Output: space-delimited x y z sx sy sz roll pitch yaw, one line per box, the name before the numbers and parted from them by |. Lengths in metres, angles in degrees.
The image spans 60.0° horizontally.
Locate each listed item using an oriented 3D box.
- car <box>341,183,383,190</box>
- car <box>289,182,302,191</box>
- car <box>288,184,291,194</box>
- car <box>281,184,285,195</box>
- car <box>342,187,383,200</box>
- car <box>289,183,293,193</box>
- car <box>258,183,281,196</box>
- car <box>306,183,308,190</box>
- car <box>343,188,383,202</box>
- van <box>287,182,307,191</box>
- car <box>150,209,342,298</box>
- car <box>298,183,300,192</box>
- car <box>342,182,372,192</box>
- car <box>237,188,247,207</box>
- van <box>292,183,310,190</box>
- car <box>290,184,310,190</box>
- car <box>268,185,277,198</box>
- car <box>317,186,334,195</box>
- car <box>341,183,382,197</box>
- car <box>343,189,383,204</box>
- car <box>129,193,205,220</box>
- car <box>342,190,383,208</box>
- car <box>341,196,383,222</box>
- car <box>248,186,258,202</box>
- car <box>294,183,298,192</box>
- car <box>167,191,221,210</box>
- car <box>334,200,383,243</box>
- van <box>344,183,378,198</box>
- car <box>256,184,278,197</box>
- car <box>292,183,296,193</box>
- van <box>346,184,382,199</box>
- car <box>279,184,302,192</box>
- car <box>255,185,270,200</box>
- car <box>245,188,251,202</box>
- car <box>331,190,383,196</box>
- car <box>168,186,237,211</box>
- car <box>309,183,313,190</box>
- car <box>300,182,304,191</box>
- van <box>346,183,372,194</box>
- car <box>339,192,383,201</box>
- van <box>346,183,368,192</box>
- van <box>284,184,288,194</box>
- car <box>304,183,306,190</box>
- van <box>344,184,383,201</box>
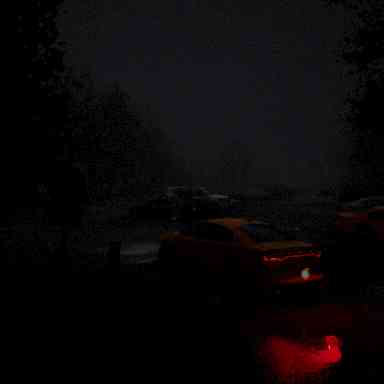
car | 15.790 0.466 29.084 5.566 2.045 2.435 1 3 25
car | 19.065 -0.651 67.349 4.892 1.521 2.231 1 2 25
car | 13.211 -0.206 54.771 4.792 1.488 2.163 1 2 25
car | 10.931 -0.038 49.710 4.792 1.488 2.163 1 2 25
car | 22.750 0.132 44.167 5.008 1.535 2.097 1 2 25
car | 14.378 -0.289 57.289 4.792 1.488 2.163 1 2 25
car | 9.767 -0.107 47.189 4.553 1.767 2.185 1 2 25
car | 23.732 -0.986 77.420 5.008 1.535 2.097 1 2 25
car | 20.445 0.337 39.136 4.792 1.488 2.163 1 2 25
van | 25.965 -1.380 82.495 4.442 1.987 1.878 1 2 25
car | 0.887 1.400 8.438 1.882 1.535 5.008 2 -1 -31
car | 17.910 -0.568 64.826 4.892 1.521 2.231 1 2 25
car | 35.577 -1.039 71.922 5.566 2.045 2.435 1 2 25
car | 1.744 0.732 29.516 5.366 1.575 1.946 1 3 25
van | 29.457 -1.556 90.036 4.442 1.987 1.878 1 1 25
car | 28.419 -1.260 87.455 4.792 1.488 2.163 1 2 25
car | 7.576 0.203 42.099 5.366 1.575 1.946 1 2 25
car | 23.037 -0.274 56.549 2.128 1.511 4.902 1 2 25
car | 26.212 -0.370 51.709 5.566 2.045 2.435 1 2 25
car | 19.335 0.428 36.743 4.792 1.488 2.163 1 3 25
car | -1.950 1.084 22.057 4.792 1.488 2.163 1 3 25
car | 16.903 0.638 31.630 4.792 1.488 2.163 1 3 25
car | 12.271 1.078 21.576 4.674 1.452 2.002 1 3 25
car | 3.741 0.511 34.706 5.366 1.575 1.946 1 3 25
car | 16.569 -0.491 62.389 5.366 1.575 1.946 1 2 25
car | -0.752 0.947 24.558 5.008 1.535 2.097 1 3 25
car | 8.828 1.355 14.153 5.008 1.535 2.097 1 3 25
van | 24.968 -0.262 49.235 4.442 1.987 1.878 1 2 25
car | 8.565 0.108 44.689 4.892 1.521 2.231 1 3 25
car | 15.544 -0.373 59.807 4.792 1.488 2.163 1 2 25
van | 24.015 -0.176 46.625 4.442 1.987 1.878 1 2 25
car | 21.376 -0.945 72.391 4.553 1.767 2.185 1 2 25
car | 6.125 0.294 39.849 5.366 1.575 1.946 1 3 25
car | 2.749 0.626 32.109 4.892 1.521 2.231 1 3 25
car | 13.269 0.925 24.162 5.366 1.575 1.946 1 3 25
car | 0.435 0.589 27.055 5.566 2.045 2.435 1 3 25
car | 27.263 -1.487 84.951 5.566 2.045 2.435 1 2 25
car | 20.069 -0.741 69.942 5.366 1.575 1.946 1 2 25
van | 32.217 -0.762 64.325 4.442 1.987 1.878 1 2 25
car | 10.026 1.123 16.645 4.553 1.767 2.185 1 3 25
van | 36.873 -1.095 74.374 4.442 1.987 1.878 1 2 25
van | 12.177 -0.376 52.183 4.442 1.987 1.878 1 2 25
car | 22.542 -1.029 74.909 4.553 1.767 2.185 1 2 25
van | 21.477 -0.009 41.680 4.442 1.987 1.878 1 2 24
